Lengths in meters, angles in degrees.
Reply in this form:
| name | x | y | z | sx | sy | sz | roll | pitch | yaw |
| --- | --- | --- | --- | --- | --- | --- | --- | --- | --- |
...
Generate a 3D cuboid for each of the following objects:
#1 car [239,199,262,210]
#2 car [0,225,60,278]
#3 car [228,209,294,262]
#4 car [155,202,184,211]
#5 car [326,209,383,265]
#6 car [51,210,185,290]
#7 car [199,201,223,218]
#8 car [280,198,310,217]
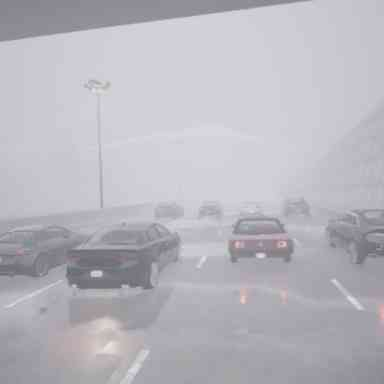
| name | x | y | z | sx | sy | sz | roll | pitch | yaw |
| --- | --- | --- | --- | --- | --- | --- | --- | --- | --- |
| car | 5.150 | 1.371 | 29.164 | 1.812 | 1.442 | 4.674 | -2 | 0 | 9 |
| car | -4.907 | 1.757 | 10.872 | 1.994 | 1.385 | 4.181 | -2 | 0 | 9 |
| car | 2.328 | 1.529 | 11.766 | 1.895 | 1.301 | 4.718 | -2 | 0 | 9 |
| car | -1.917 | 1.597 | 29.213 | 2.128 | 1.511 | 4.902 | -2 | 0 | 9 |
| car | 5.701 | 1.295 | 10.742 | 2.128 | 1.511 | 4.902 | -2 | 0 | 9 |
| car | -1.604 | 1.548 | 9.415 | 1.882 | 1.535 | 5.008 | -2 | 0 | 9 |
| car | 1.699 | 1.499 | 29.730 | 1.812 | 1.442 | 4.674 | -2 | 0 | 9 |
| car | 8.441 | 1.214 | 27.534 | 2.128 | 1.511 | 4.902 | -2 | 0 | 9 |
